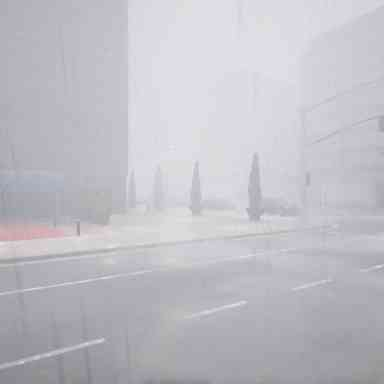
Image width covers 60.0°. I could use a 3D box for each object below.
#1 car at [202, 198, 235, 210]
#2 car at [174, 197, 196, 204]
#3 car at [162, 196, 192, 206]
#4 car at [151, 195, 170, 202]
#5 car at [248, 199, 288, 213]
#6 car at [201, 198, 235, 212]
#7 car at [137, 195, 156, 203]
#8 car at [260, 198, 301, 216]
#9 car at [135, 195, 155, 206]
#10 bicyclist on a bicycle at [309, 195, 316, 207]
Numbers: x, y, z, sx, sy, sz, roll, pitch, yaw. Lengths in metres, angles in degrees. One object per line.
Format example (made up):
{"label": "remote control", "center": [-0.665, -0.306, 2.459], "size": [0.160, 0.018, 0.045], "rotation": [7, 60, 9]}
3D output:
{"label": "car", "center": [3.539, 1.526, 45.059], "size": [1.812, 1.442, 4.674], "rotation": [0, 0, -35]}
{"label": "car", "center": [-1.424, 1.601, 64.736], "size": [1.895, 1.301, 4.718], "rotation": [0, 0, -34]}
{"label": "car", "center": [-2.407, 1.601, 53.633], "size": [1.895, 1.301, 4.718], "rotation": [0, 0, -35]}
{"label": "car", "center": [-6.801, 1.384, 72.375], "size": [1.882, 1.535, 5.008], "rotation": [0, 0, -35]}
{"label": "car", "center": [8.535, 1.564, 37.866], "size": [1.994, 1.385, 4.181], "rotation": [0, 0, -35]}
{"label": "car", "center": [3.026, 1.491, 39.660], "size": [2.128, 1.511, 4.902], "rotation": [0, 0, -35]}
{"label": "car", "center": [-9.676, 1.384, 70.378], "size": [1.882, 1.535, 5.008], "rotation": [0, 0, -35]}
{"label": "car", "center": [8.219, 1.352, 32.185], "size": [2.097, 1.767, 4.553], "rotation": [0, 0, -35]}
{"label": "car", "center": [-8.992, 1.547, 57.030], "size": [2.033, 1.411, 5.357], "rotation": [0, 0, -34]}
{"label": "bicyclist on a bicycle", "center": [16.964, 1.301, 46.732], "size": [1.656, 1.620, 0.582], "rotation": [0, 0, -35]}
